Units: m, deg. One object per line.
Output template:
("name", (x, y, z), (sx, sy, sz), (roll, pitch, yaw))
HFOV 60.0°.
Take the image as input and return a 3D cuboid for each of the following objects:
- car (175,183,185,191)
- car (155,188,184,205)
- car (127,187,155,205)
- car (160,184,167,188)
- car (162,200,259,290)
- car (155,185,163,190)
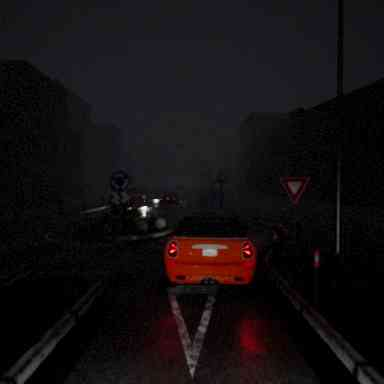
("car", (-2.446, -0.997, 68.564), (1.837, 1.490, 4.892), (0, 2, 0))
("car", (-2.293, 0.603, 34.813), (2.033, 1.411, 5.357), (0, 2, 1))
("car", (-5.450, 0.403, 34.914), (2.097, 1.767, 4.553), (0, 2, 1))
("car", (-5.438, -0.631, 60.106), (1.812, 1.442, 4.674), (0, 3, 0))
("car", (0.560, 1.232, 9.049), (2.097, 1.767, 4.553), (0, 1, 5))
("car", (-5.450, 0.119, 45.370), (1.812, 1.442, 4.674), (0, 3, 0))
